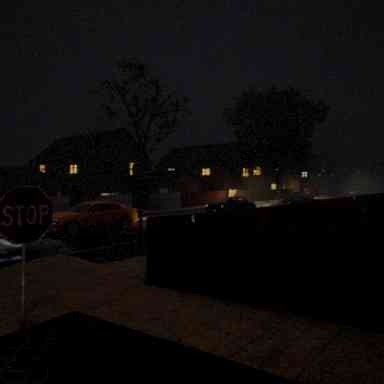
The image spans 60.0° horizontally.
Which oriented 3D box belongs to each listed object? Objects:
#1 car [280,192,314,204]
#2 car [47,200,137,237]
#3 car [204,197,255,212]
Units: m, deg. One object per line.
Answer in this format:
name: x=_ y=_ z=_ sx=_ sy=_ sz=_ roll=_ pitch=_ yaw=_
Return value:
car: x=11.673 y=0.713 z=36.582 sx=2.033 sy=1.411 sz=5.357 roll=1 pitch=2 yaw=41
car: x=-5.100 y=1.211 z=16.933 sx=1.882 sy=1.535 sz=5.008 roll=1 pitch=2 yaw=40
car: x=3.071 y=1.057 z=26.523 sx=1.895 sy=1.301 sz=4.718 roll=1 pitch=2 yaw=40
